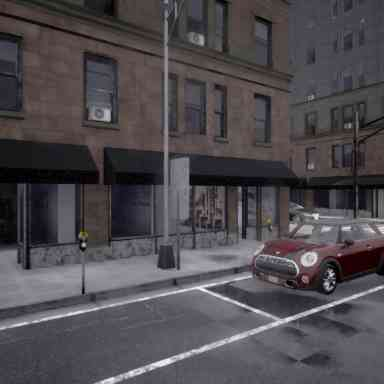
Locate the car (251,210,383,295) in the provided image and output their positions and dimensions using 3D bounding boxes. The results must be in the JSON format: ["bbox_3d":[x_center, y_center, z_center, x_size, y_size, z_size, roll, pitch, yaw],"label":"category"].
[{"bbox_3d":[3.443,1.440,8.658,4.097,1.590,1.967,0,0,-36],"label":"car"}]

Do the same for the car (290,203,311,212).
[{"bbox_3d":[7.045,1.537,24.612,2.128,1.511,4.902,0,0,-35],"label":"car"}]
